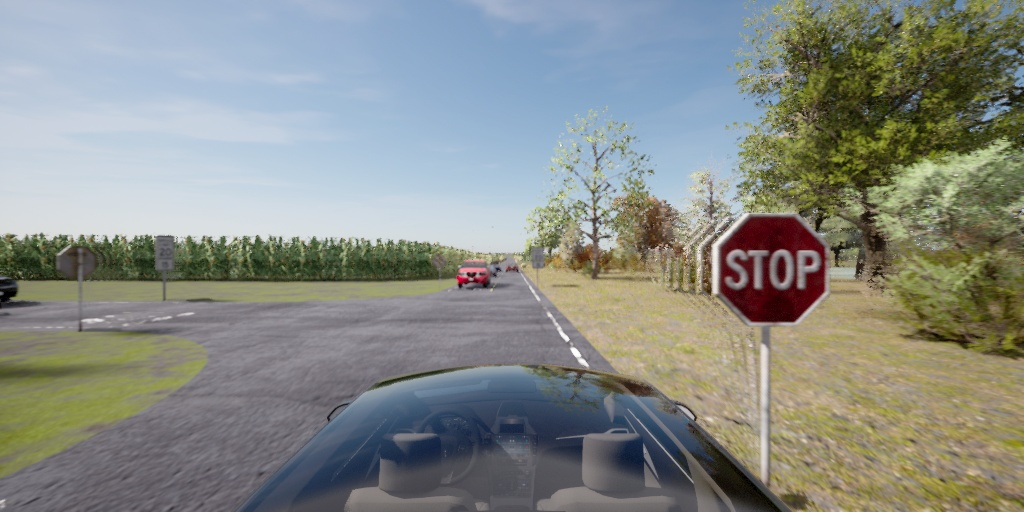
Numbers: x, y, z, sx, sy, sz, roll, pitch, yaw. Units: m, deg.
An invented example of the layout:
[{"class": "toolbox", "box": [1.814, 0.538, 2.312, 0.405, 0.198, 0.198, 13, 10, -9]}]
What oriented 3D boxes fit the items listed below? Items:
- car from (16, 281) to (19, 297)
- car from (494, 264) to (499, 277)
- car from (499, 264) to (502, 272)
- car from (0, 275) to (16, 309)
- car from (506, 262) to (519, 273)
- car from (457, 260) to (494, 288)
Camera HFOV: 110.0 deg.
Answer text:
[{"class": "car", "box": [-23.237, 1.272, 14.506, 4.892, 1.490, 1.837, 0, 0, -1]}, {"class": "car", "box": [-2.854, 1.793, 43.496, 1.812, 1.442, 4.674, 0, -1, 0]}, {"class": "car", "box": [-2.785, 2.076, 61.722, 1.895, 1.301, 4.718, 0, -1, 0]}, {"class": "car", "box": [-19.622, 1.346, 11.590, 4.181, 1.385, 1.994, 0, 0, -1]}, {"class": "car", "box": [0.037, 1.791, 58.473, 2.097, 1.767, 4.553, 0, -1, 0]}, {"class": "car", "box": [-2.853, 1.302, 27.866, 2.150, 2.045, 5.566, 0, 0, 0]}]
